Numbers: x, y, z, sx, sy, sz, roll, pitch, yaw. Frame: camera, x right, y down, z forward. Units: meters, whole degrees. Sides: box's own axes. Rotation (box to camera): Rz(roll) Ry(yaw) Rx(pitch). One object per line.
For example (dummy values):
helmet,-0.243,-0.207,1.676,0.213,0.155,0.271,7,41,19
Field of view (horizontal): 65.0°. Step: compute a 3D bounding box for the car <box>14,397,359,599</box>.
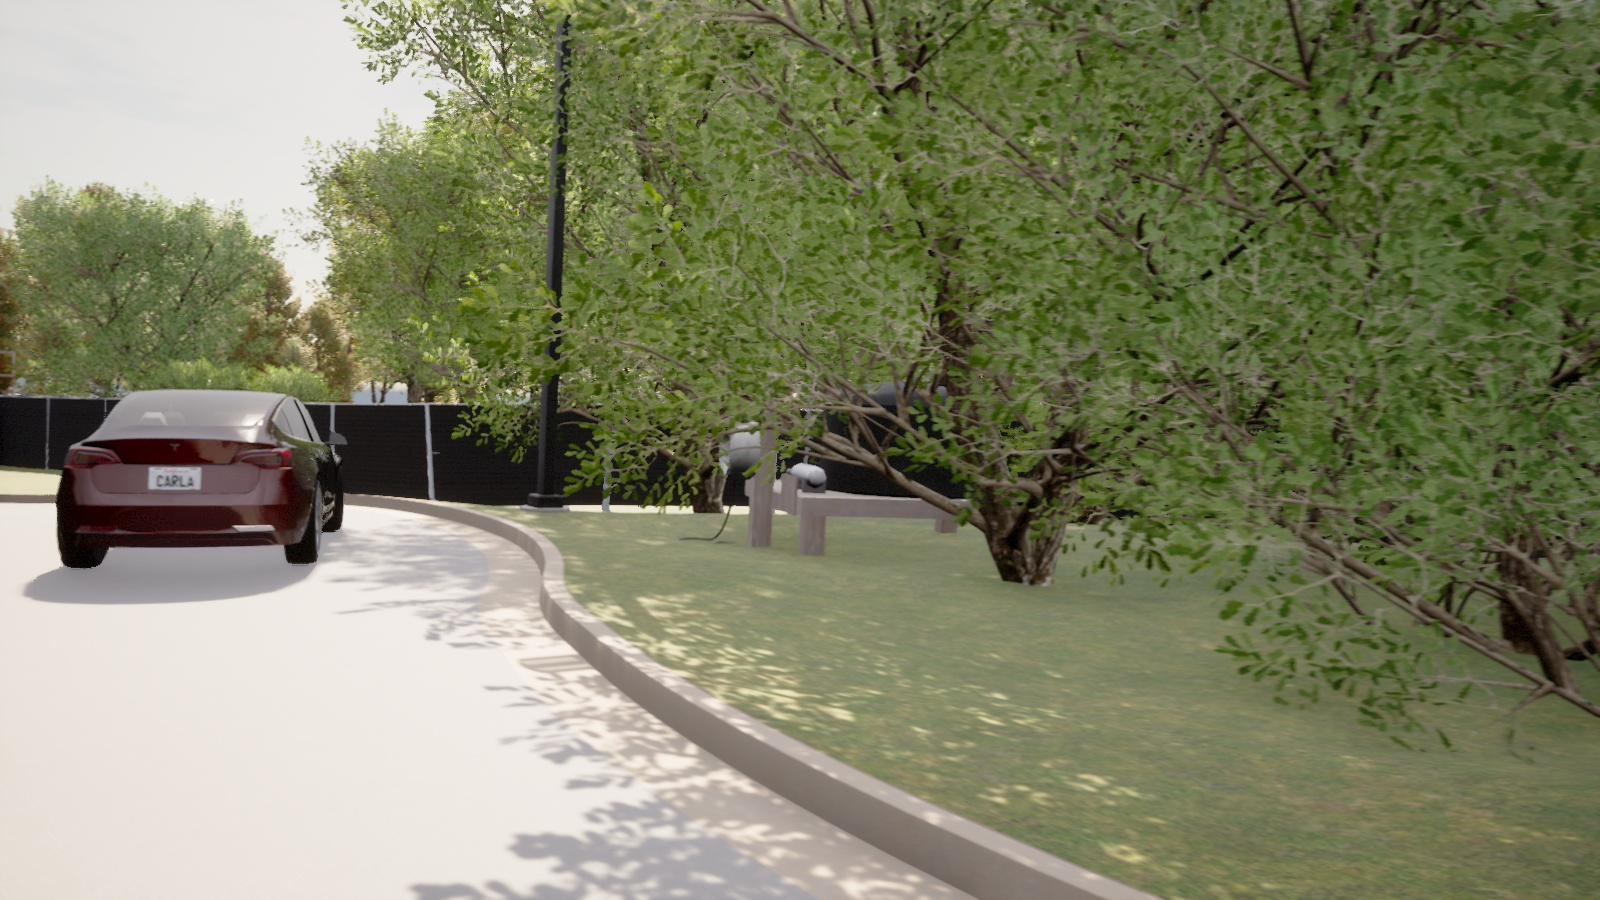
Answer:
car,-5.420,0.284,11.830,2.163,1.488,4.792,0,2,-17
